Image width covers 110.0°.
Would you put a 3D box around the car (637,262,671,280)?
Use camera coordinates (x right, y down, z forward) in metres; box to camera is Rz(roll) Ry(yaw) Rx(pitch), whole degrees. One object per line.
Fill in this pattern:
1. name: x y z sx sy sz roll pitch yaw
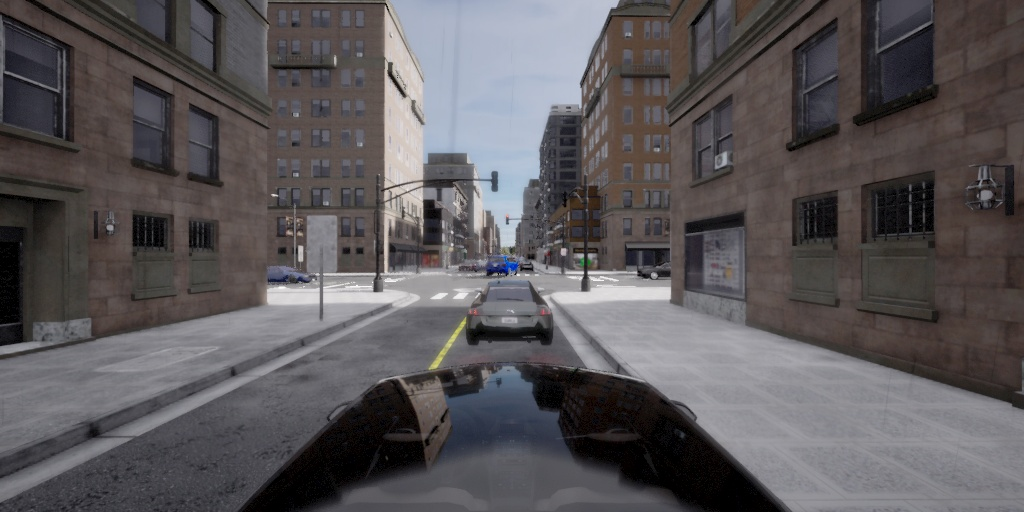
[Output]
1. car: 12.974 1.201 29.931 4.892 1.490 1.837 0 0 -1

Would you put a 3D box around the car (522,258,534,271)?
1. car: 1.961 1.356 48.574 1.948 1.339 4.313 0 0 0

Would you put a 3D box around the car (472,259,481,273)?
1. car: -3.518 1.310 44.564 1.812 1.442 4.674 0 0 1

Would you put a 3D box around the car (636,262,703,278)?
1. car: 14.502 1.243 33.202 5.357 1.411 2.033 0 0 -1

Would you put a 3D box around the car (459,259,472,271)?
1. car: -6.064 1.230 48.519 1.967 1.591 4.097 0 0 0

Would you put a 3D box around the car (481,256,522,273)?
1. car: -0.934 0.991 35.749 2.150 2.045 5.566 1 0 14

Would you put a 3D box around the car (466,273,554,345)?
1. car: -0.059 1.314 9.505 1.994 1.385 4.181 0 0 0

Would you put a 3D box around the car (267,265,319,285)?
1. car: -17.155 1.356 26.120 5.357 1.411 2.033 0 0 -1
